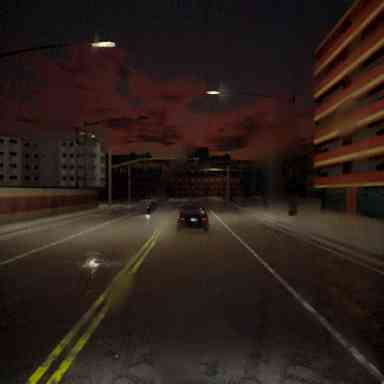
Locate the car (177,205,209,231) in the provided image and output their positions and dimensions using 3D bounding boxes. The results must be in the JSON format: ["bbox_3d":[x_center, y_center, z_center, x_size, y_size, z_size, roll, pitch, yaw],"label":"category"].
[{"bbox_3d":[0.043,1.515,20.161,2.033,1.411,5.357,0,0,0],"label":"car"}]

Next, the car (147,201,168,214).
[{"bbox_3d":[-3.615,1.603,35.113,1.895,1.301,4.718,0,0,0],"label":"car"}]
